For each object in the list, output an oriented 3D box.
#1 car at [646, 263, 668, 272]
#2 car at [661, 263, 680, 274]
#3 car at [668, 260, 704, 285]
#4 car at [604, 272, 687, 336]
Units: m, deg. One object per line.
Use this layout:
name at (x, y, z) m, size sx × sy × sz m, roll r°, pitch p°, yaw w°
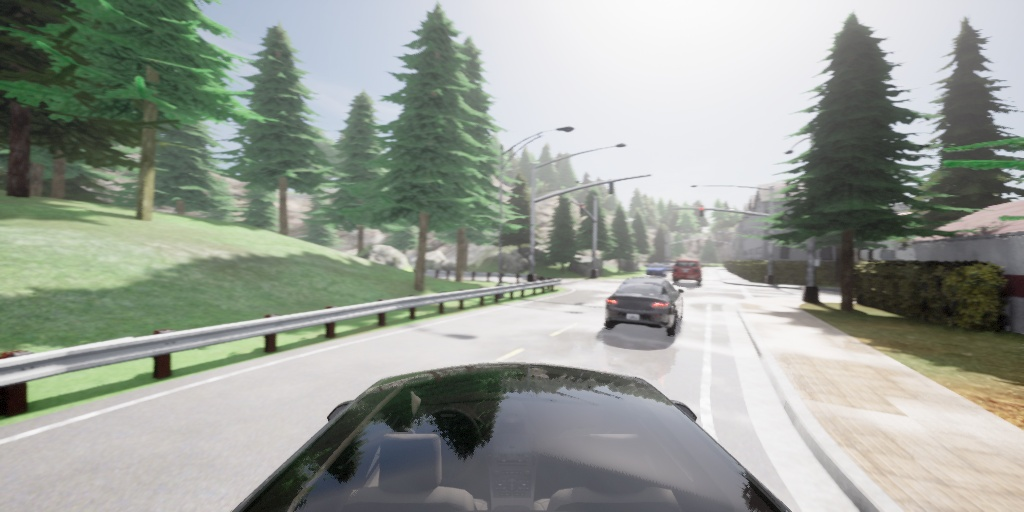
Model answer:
car at (16.580, 1.642, 41.068) m, size 1.882 × 1.535 × 5.008 m, roll 1°, pitch 0°, yaw 29°
car at (24.376, 1.836, 55.058) m, size 2.128 × 1.511 × 4.902 m, roll 1°, pitch 0°, yaw 29°
car at (14.924, 1.328, 30.460) m, size 2.150 × 2.045 × 5.566 m, roll 1°, pitch 0°, yaw 29°
car at (4.106, 1.377, 10.910) m, size 1.812 × 1.442 × 4.674 m, roll 1°, pitch 0°, yaw 29°
